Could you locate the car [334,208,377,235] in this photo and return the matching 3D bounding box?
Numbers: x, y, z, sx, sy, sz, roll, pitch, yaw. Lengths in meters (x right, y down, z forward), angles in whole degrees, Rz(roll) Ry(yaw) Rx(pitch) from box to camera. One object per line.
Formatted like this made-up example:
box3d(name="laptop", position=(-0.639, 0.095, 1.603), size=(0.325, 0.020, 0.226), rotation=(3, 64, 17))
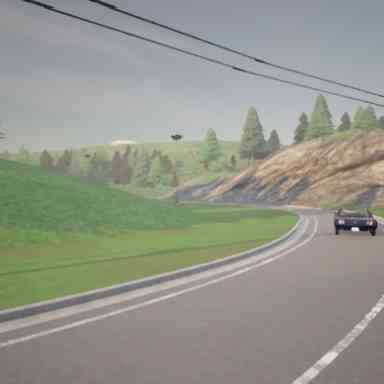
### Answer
box3d(name="car", position=(8.703, 1.486, 17.979), size=(1.895, 1.301, 4.718), rotation=(0, 0, 23))
